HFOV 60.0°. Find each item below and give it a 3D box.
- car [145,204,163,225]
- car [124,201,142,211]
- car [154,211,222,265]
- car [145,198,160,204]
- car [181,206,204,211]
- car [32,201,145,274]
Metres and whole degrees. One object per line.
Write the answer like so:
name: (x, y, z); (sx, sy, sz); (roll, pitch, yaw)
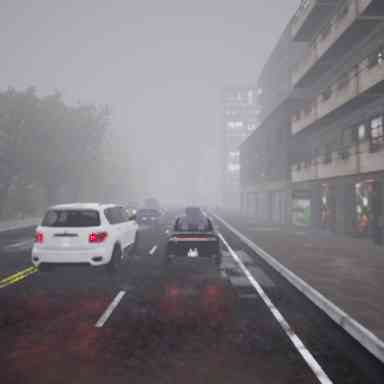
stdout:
car: (-3.226, 1.887, 25.113); (2.033, 1.411, 5.357); (0, -1, 1)
car: (-9.781, 2.294, 55.272); (2.033, 1.411, 5.357); (0, -1, 1)
car: (0.044, 1.658, 12.287); (2.128, 1.511, 4.902); (0, -1, 0)
car: (-6.542, 1.956, 54.324); (2.150, 2.045, 5.566); (0, -1, 1)
car: (0.047, 1.903, 27.990); (1.812, 1.442, 4.674); (0, -1, 0)
car: (-3.216, 1.375, 11.232); (2.150, 2.045, 5.566); (0, -1, 1)
